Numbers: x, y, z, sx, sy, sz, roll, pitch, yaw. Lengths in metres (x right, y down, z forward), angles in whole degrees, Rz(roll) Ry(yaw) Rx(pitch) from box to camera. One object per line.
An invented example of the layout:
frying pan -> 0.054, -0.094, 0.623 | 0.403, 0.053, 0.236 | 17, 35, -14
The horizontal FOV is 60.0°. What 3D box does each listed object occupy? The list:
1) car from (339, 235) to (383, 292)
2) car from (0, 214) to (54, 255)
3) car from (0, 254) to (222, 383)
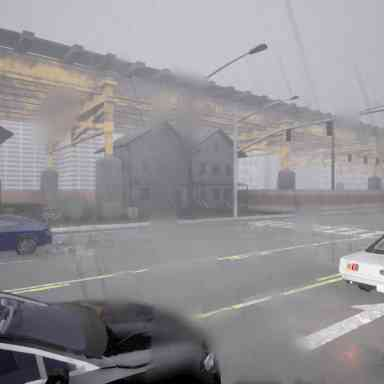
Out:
car -> 5.565, 1.601, 7.740 | 4.718, 1.301, 1.895 | 0, 0, -35
car -> -7.366, 1.526, 11.635 | 4.674, 1.442, 1.812 | 0, 0, -35
car -> -1.951, 1.492, 2.354 | 4.902, 1.511, 2.128 | 0, 0, -35
